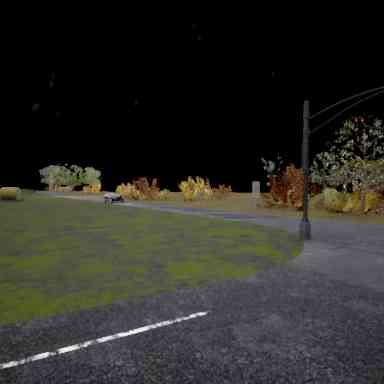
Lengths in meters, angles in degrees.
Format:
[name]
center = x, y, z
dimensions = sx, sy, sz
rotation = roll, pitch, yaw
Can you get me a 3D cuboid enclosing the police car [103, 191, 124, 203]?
[police car]
center = -11.718, 0.738, 49.673
dimensions = 1.930, 1.638, 5.238
rotation = 1, 0, -32
